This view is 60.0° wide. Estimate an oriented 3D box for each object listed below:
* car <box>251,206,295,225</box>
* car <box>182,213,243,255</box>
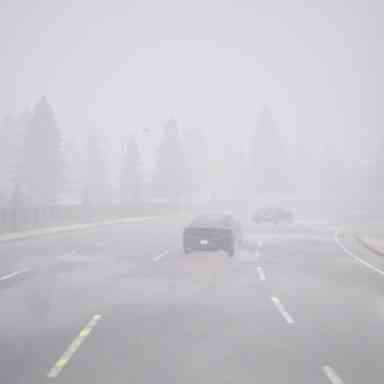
[{"bbox_3d":[6.538,1.795,26.605,2.033,1.411,5.357,0,-1,35],"label":"car"},{"bbox_3d":[1.014,1.609,14.021,1.882,1.535,5.008,0,0,14],"label":"car"}]
